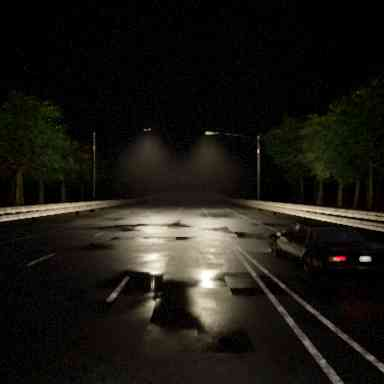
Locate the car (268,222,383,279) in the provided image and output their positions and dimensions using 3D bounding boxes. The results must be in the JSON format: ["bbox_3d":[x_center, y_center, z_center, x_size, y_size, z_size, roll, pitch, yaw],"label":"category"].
[{"bbox_3d":[3.919,1.639,10.291,2.033,1.411,5.357,0,0,-3],"label":"car"}]
